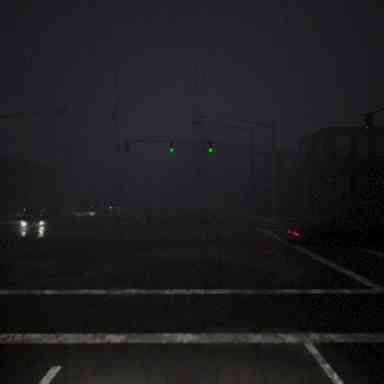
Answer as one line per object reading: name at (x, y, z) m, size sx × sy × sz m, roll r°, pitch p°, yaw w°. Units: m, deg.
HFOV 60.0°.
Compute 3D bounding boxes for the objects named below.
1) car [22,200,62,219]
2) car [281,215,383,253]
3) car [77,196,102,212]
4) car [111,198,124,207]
car at (-14.153, 1.627, 31.653) m, size 2.097 × 1.767 × 4.553 m, roll 0°, pitch -1°, yaw 0°
car at (6.507, 1.649, 13.752) m, size 5.357 × 1.411 × 2.033 m, roll -1°, pitch 0°, yaw 0°
car at (-14.175, 1.620, 46.382) m, size 2.150 × 2.045 × 5.566 m, roll 0°, pitch 0°, yaw 0°
car at (-14.115, 1.965, 63.174) m, size 1.837 × 1.490 × 4.892 m, roll 0°, pitch 0°, yaw 0°
